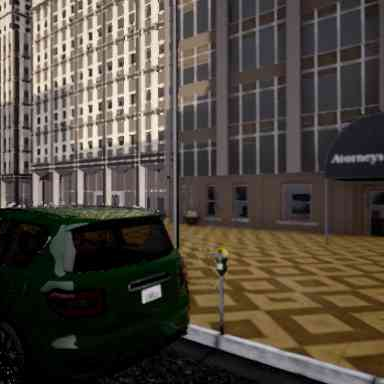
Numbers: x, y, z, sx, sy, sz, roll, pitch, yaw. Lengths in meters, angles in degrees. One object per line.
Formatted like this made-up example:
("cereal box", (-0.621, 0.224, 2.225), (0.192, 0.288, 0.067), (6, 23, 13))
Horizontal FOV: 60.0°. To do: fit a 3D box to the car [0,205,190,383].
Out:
("car", (-2.633, 1.228, 5.264), (5.566, 2.045, 2.150), (0, 0, 35))
